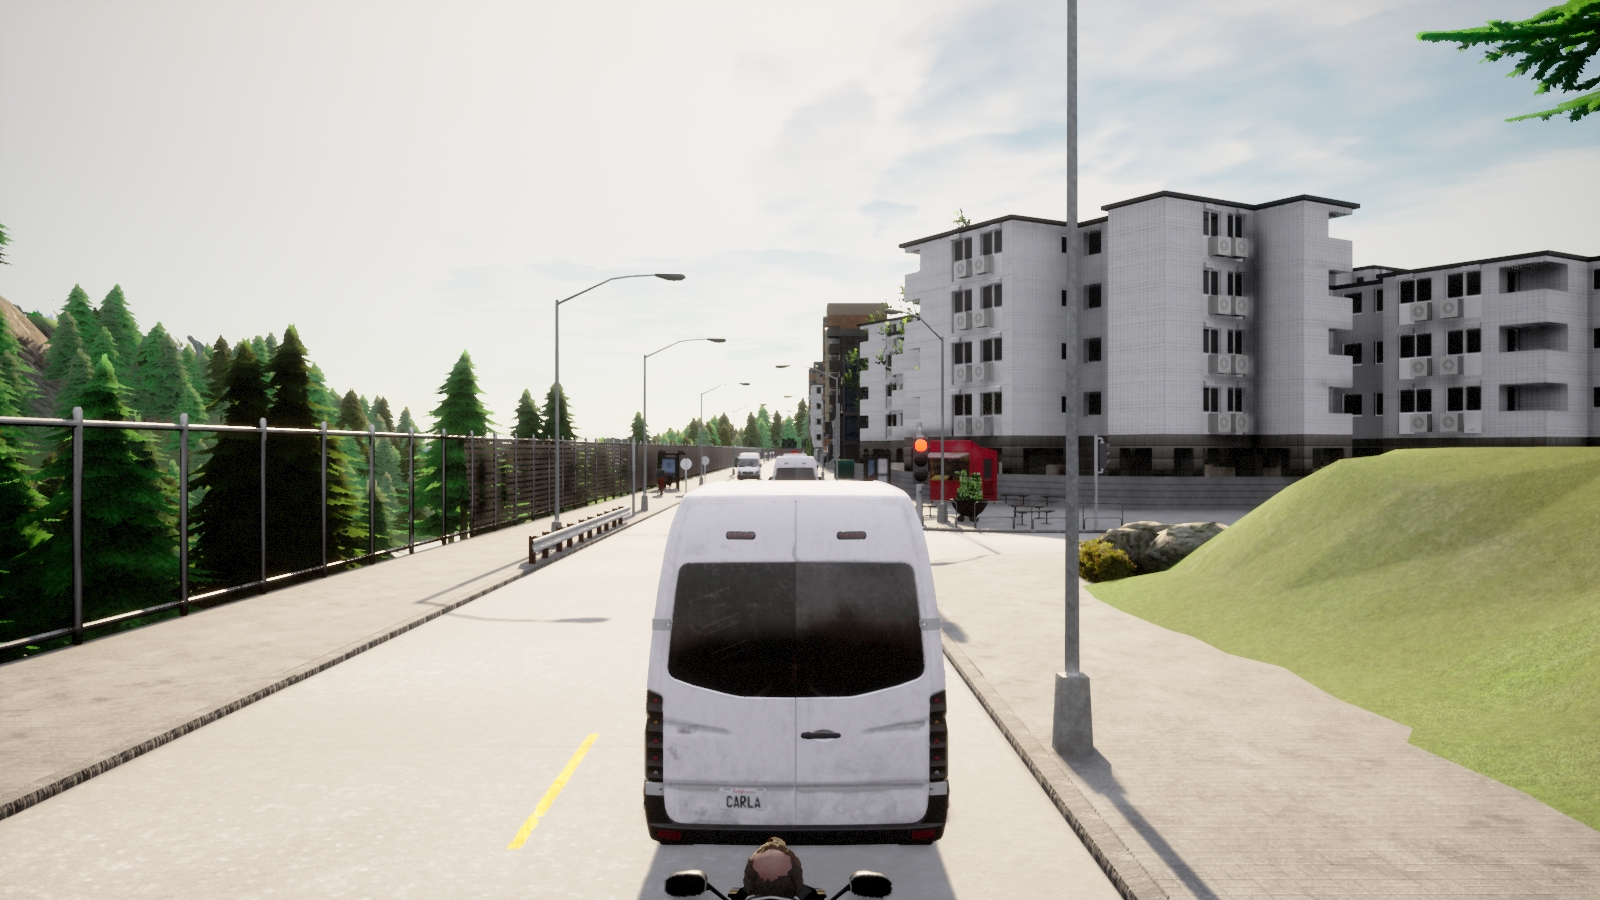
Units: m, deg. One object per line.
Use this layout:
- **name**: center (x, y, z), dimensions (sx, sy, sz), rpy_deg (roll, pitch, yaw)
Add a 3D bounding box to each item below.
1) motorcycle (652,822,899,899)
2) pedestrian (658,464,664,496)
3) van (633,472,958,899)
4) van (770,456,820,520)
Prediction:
- **motorcycle**: center (-0.090, 2.205, 3.746), dimensions (0.867, 1.251, 2.209), rpy_deg (0, 0, 1)
- **pedestrian**: center (-8.194, 1.744, 67.295), dimensions (0.375, 1.860, 0.375), rpy_deg (0, 0, -8)
- **van**: center (-0.034, 1.534, 9.946), dimensions (1.988, 2.561, 5.915), rpy_deg (0, 0, 0)
- **van**: center (-0.209, 1.534, 48.589), dimensions (1.988, 2.561, 5.915), rpy_deg (0, 0, 0)
